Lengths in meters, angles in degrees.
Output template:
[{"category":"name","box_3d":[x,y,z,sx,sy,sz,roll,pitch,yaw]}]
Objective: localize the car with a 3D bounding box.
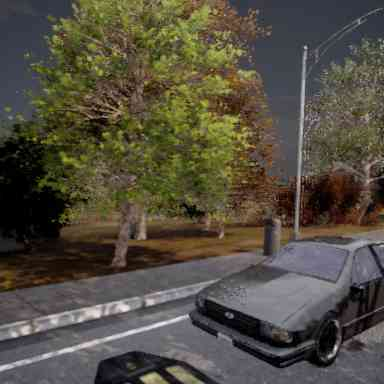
[{"category":"car","box_3d":[2.545,1.551,5.999,5.357,1.411,2.033,0,0,-38]}]
